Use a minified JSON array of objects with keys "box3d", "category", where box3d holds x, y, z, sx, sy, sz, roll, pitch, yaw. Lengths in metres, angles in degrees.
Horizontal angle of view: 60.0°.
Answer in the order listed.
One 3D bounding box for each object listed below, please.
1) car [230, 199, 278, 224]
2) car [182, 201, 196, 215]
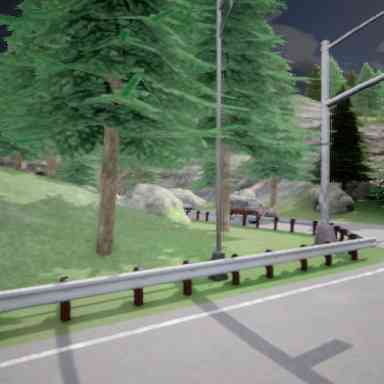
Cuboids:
[{"box3d":[4.240,1.329,24.902,2.097,1.767,4.553,0,0,-34],"category":"car"},{"box3d":[-1.327,1.529,33.212,1.994,1.385,4.181,0,0,-33],"category":"car"}]
